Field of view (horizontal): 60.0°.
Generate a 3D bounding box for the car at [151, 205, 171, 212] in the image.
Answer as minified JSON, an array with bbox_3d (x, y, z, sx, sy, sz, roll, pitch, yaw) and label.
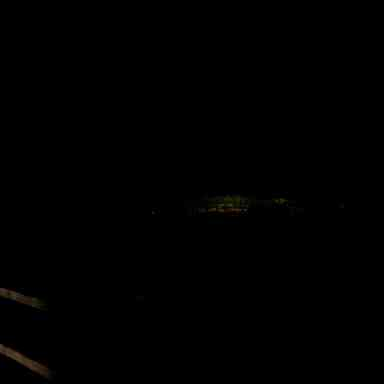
[{"bbox_3d":[-5.912,3.152,63.700,1.994,1.385,4.181,0,-1,35],"label":"car"}]
